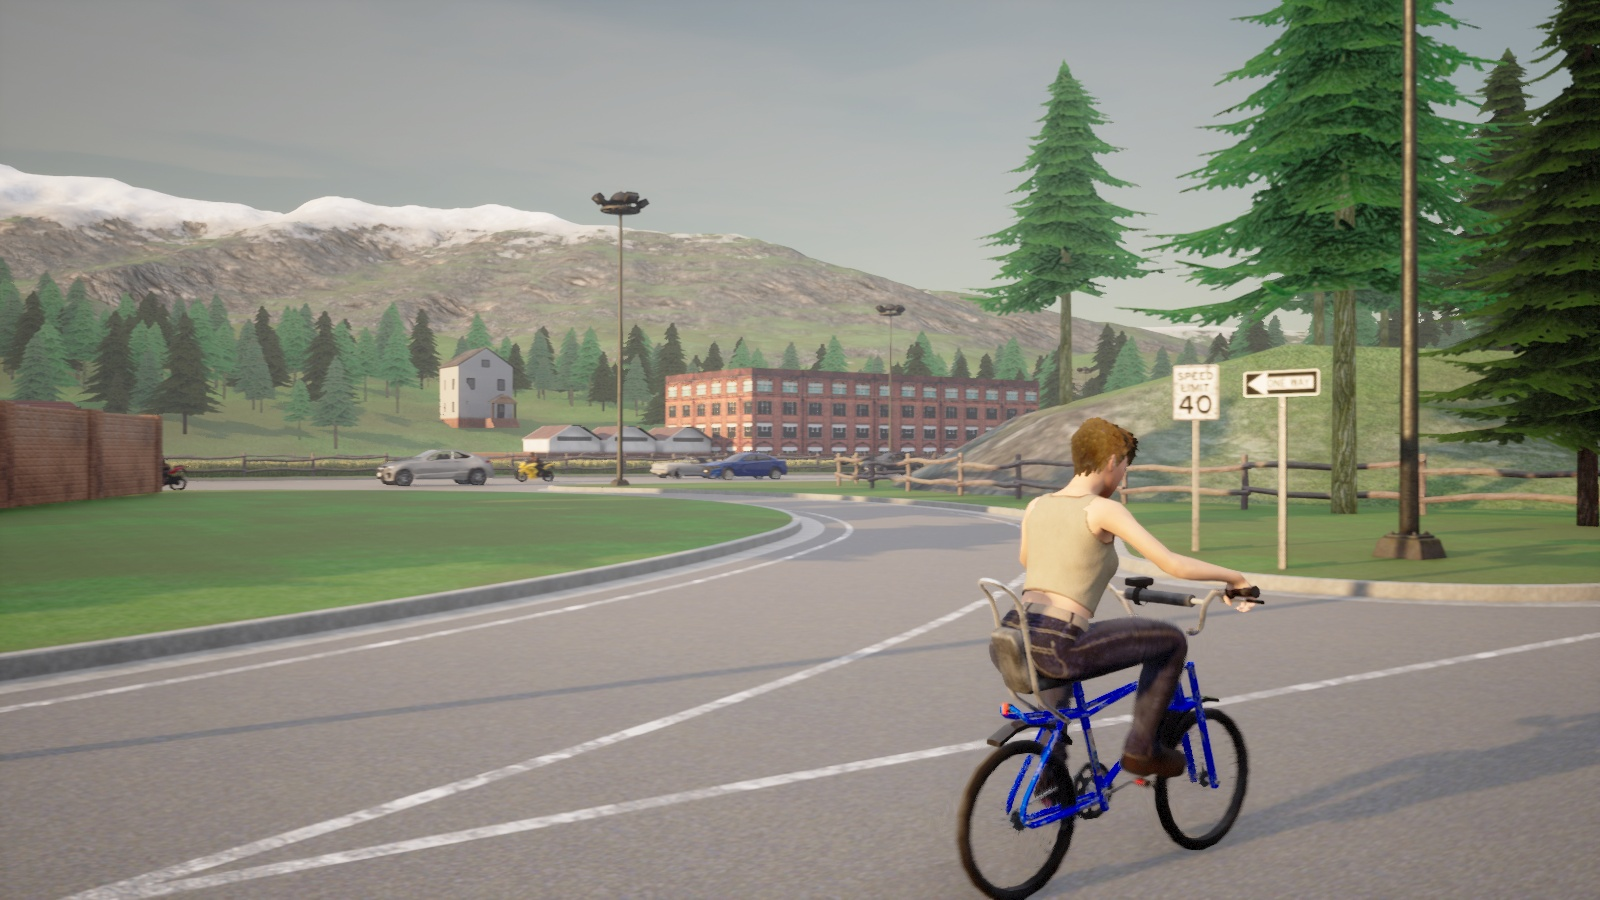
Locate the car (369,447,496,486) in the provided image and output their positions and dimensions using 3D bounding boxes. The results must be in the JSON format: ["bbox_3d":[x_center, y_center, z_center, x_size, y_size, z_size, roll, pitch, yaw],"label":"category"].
[{"bbox_3d":[-16.313,0.695,55.823,5.027,1.651,2.152,0,0,-35],"label":"car"}]

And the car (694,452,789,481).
[{"bbox_3d":[-3.183,0.899,69.167,5.008,1.535,1.882,0,0,-35],"label":"car"}]

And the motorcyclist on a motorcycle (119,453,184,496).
[{"bbox_3d":[-23.897,0.891,46.316,2.044,1.523,0.797,0,0,-35],"label":"motorcyclist on a motorcycle"}]

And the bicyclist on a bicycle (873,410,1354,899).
[{"bbox_3d":[1.122,0.690,4.446,1.509,1.612,0.866,0,0,-35],"label":"bicyclist on a bicycle"}]

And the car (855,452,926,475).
[{"bbox_3d":[6.061,0.885,84.056,4.514,1.525,2.007,0,0,-34],"label":"car"}]

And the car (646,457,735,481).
[{"bbox_3d":[-6.199,1.033,71.336,4.718,1.301,1.895,0,0,-35],"label":"car"}]

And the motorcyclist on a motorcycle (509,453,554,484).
[{"bbox_3d":[-13.276,0.907,62.181,2.044,1.523,0.797,0,0,-35],"label":"motorcyclist on a motorcycle"}]
